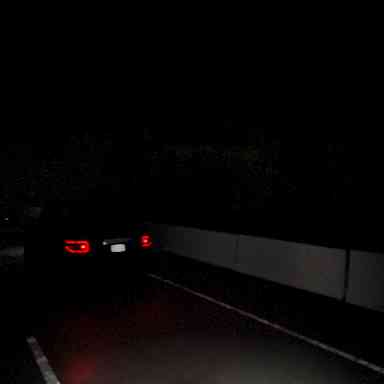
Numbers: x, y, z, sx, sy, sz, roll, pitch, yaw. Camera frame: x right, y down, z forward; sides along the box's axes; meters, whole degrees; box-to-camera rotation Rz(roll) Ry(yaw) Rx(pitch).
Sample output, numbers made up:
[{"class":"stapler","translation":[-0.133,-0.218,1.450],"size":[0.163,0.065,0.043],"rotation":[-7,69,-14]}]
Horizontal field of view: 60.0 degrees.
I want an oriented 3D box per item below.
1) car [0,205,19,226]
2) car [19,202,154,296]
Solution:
[{"class":"car","translation":[-14.349,1.751,25.207],"size":[1.882,1.535,5.008],"rotation":[0,-1,-35]},{"class":"car","translation":[-3.111,1.291,9.250],"size":[2.150,2.045,5.566],"rotation":[0,0,-35]}]
